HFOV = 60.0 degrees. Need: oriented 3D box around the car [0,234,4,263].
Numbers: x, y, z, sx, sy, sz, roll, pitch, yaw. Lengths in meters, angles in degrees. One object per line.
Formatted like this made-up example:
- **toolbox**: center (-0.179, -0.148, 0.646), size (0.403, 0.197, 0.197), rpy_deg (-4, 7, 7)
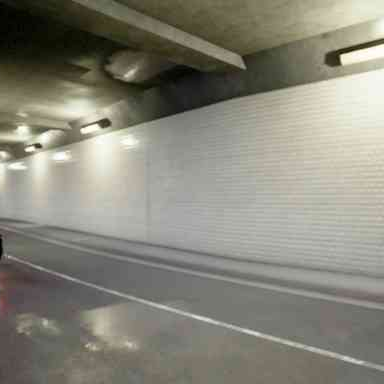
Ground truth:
- **car**: center (-8.019, 1.623, 11.403), size (2.128, 1.511, 4.902), rpy_deg (0, -1, -45)
